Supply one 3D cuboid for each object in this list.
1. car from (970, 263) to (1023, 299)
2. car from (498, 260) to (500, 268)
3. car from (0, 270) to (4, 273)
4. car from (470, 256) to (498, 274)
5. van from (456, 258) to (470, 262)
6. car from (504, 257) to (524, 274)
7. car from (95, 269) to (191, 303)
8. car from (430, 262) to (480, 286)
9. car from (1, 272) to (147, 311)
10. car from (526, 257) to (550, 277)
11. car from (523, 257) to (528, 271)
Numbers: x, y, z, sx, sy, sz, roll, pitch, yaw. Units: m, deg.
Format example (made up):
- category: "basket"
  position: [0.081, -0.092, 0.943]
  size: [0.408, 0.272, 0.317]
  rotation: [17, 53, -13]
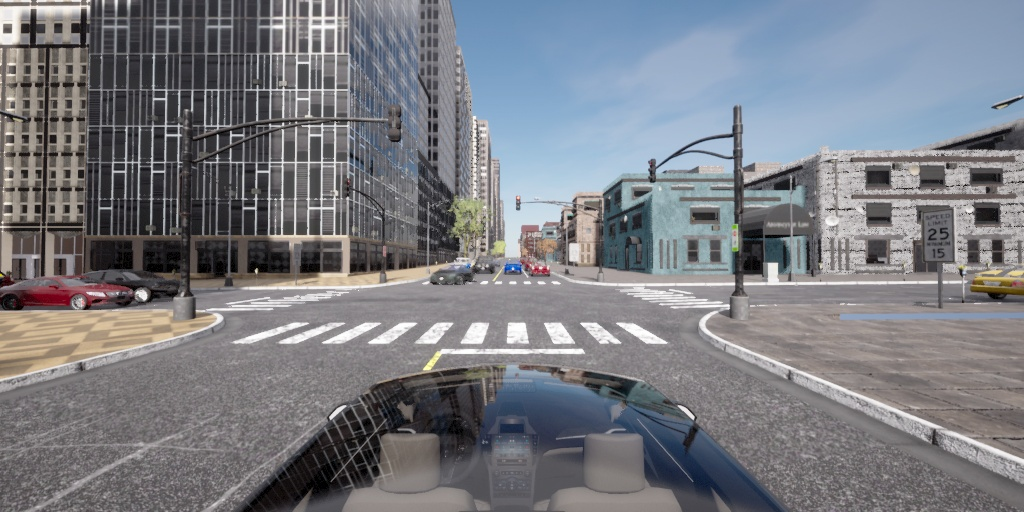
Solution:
- category: "car"
  position: [20.694, 0.994, 13.691]
  size: [4.829, 1.417, 1.751]
  rotation: [0, 0, 1]
- category: "car"
  position: [-3.030, 1.303, 63.573]
  size: [2.033, 1.411, 5.357]
  rotation: [0, 0, 1]
- category: "car"
  position: [-23.098, 1.325, 14.125]
  size: [4.097, 1.591, 1.967]
  rotation: [0, 0, 1]
- category: "car"
  position: [-3.086, 0.976, 40.882]
  size: [2.150, 2.045, 5.566]
  rotation: [0, 0, 0]
- category: "van"
  position: [-5.677, 1.096, 41.540]
  size: [1.690, 1.789, 3.998]
  rotation: [0, 0, 0]
- category: "car"
  position: [0.114, 1.233, 41.463]
  size: [1.882, 1.535, 5.008]
  rotation: [0, 0, 0]
- category: "car"
  position: [-17.888, 1.359, 16.681]
  size: [5.008, 1.535, 1.882]
  rotation: [-1, -1, 0]
- category: "car"
  position: [-4.130, 1.318, 25.636]
  size: [1.994, 1.385, 4.181]
  rotation: [0, 0, 16]
- category: "car"
  position: [-17.415, 1.413, 14.069]
  size: [4.207, 1.307, 1.802]
  rotation: [0, 0, 1]
- category: "car"
  position: [2.702, 1.194, 35.902]
  size: [1.967, 1.591, 4.097]
  rotation: [0, 0, 0]
- category: "car"
  position: [2.706, 1.070, 47.250]
  size: [2.192, 1.841, 5.009]
  rotation: [0, 0, 0]
